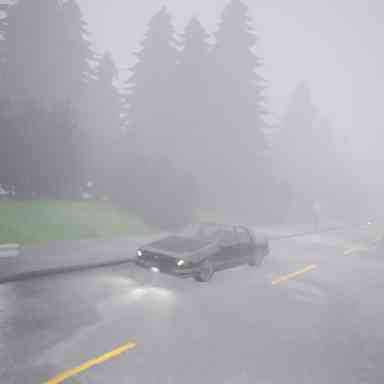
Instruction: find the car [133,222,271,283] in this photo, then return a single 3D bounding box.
[{"bbox_3d":[0.679,1.667,10.373,2.033,1.411,5.357,4,-1,36],"label":"car"}]
